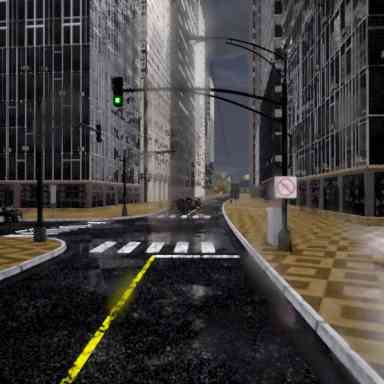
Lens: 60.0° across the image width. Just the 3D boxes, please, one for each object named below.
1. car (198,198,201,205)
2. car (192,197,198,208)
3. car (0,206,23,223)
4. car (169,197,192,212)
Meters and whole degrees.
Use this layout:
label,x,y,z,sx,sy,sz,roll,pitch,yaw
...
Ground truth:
label,x,y,z,sx,sy,sz,roll,pitch,yaw
car,0.493,1.554,58.390,1.994,1.385,4.181,0,0,7
car,-0.612,1.506,48.431,1.837,1.490,4.892,0,0,6
car,-16.524,1.879,28.014,4.403,1.369,2.008,-1,0,10
car,-1.493,1.485,38.623,1.882,1.535,5.008,0,0,5
